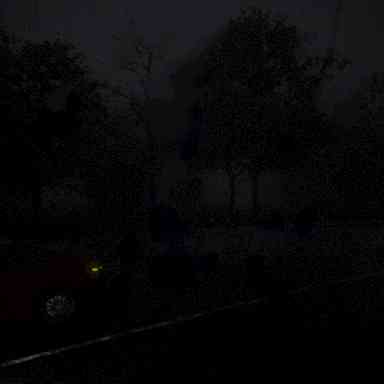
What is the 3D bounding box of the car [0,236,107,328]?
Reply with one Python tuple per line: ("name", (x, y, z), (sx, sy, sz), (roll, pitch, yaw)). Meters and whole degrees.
("car", (-3.764, 1.509, 5.456), (4.674, 1.442, 1.812), (0, 0, -35))
